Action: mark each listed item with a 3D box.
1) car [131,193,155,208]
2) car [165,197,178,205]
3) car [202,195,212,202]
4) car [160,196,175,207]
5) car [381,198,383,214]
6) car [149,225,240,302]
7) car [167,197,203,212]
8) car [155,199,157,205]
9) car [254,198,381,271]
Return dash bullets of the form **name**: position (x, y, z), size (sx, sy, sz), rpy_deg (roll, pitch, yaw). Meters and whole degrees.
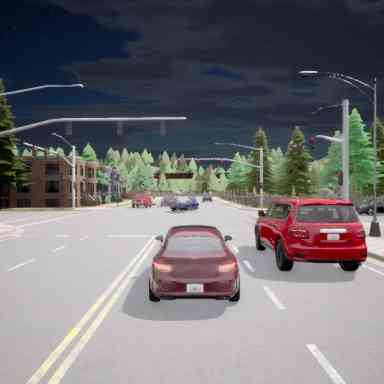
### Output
- **car**: position (-7.161, 1.221, 47.869), size (2.150, 2.045, 5.566), rpy_deg (0, 0, 2)
- **car**: position (-3.690, 1.564, 59.752), size (1.994, 1.385, 4.181), rpy_deg (0, 0, 0)
- **car**: position (3.368, 1.355, 74.307), size (2.097, 1.767, 4.553), rpy_deg (0, 0, 0)
- **car**: position (-3.693, 1.352, 51.144), size (2.097, 1.767, 4.553), rpy_deg (0, 0, 0)
- **car**: position (18.267, 1.352, 32.413), size (4.553, 1.767, 2.097), rpy_deg (0, 0, 0)
- **car**: position (0.048, 1.526, 8.144), size (1.812, 1.442, 4.674), rpy_deg (0, 0, 0)
- **car**: position (-0.729, 1.601, 38.029), size (1.895, 1.301, 4.718), rpy_deg (0, 0, 22)
- **car**: position (-7.196, 1.525, 57.267), size (1.812, 1.442, 4.674), rpy_deg (0, 0, 1)
- **car**: position (3.555, 1.221, 11.025), size (2.150, 2.045, 5.566), rpy_deg (0, 0, 0)
